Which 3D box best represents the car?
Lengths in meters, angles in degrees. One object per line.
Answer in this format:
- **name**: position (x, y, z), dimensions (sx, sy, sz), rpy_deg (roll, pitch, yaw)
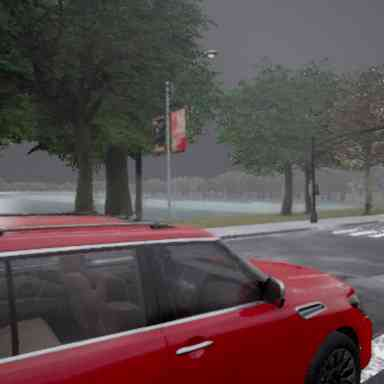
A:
- **car**: position (-0.666, 1.222, 2.968), dimensions (5.566, 2.045, 2.150), rpy_deg (0, 0, -35)
